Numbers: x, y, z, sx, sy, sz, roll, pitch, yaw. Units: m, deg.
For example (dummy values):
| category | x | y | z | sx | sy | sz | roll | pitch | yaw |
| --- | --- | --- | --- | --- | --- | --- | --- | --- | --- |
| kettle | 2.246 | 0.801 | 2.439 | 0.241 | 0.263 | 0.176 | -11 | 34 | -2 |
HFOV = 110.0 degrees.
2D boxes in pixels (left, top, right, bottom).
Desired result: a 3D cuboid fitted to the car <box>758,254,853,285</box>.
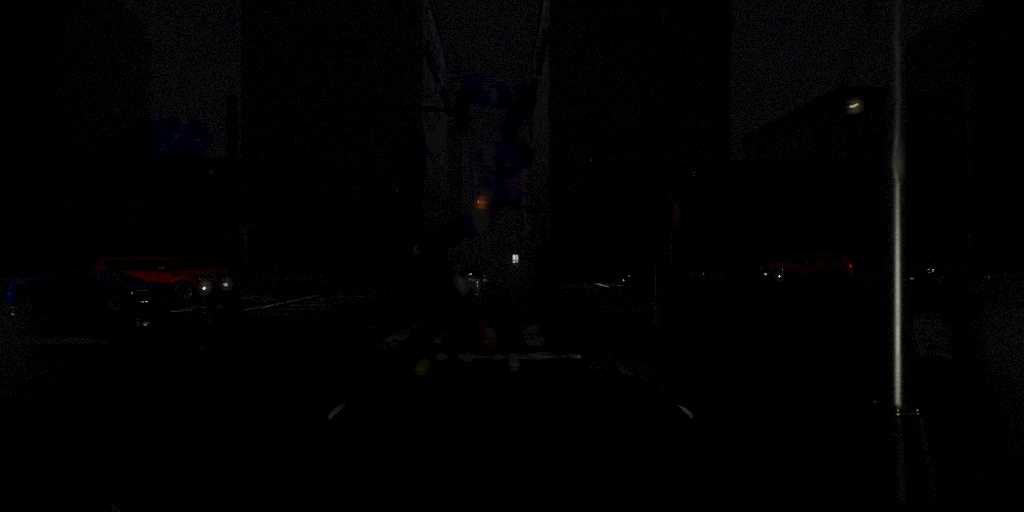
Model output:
| category | x | y | z | sx | sy | sz | roll | pitch | yaw |
| --- | --- | --- | --- | --- | --- | --- | --- | --- | --- |
| car | 20.200 | 0.883 | 24.751 | 5.566 | 2.045 | 2.150 | 0 | 0 | -2 |

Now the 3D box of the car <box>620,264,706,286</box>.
| category | x | y | z | sx | sy | sz | roll | pitch | yaw |
| --- | --- | --- | --- | --- | --- | --- | --- | --- | --- |
| car | 10.242 | 1.244 | 24.453 | 5.357 | 1.411 | 2.033 | 0 | 0 | -2 |

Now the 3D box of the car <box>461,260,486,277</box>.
| category | x | y | z | sx | sy | sz | roll | pitch | yaw |
| --- | --- | --- | --- | --- | --- | --- | --- | --- | --- |
| car | -3.894 | 1.368 | 35.707 | 1.895 | 1.301 | 4.718 | 0 | 0 | -1 |

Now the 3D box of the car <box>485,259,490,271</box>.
| category | x | y | z | sx | sy | sz | roll | pitch | yaw |
| --- | --- | --- | --- | --- | --- | --- | --- | --- | --- |
| car | -4.199 | 1.285 | 46.845 | 1.837 | 1.490 | 4.892 | 0 | 0 | -2 |

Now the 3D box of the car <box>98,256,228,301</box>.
| category | x | y | z | sx | sy | sz | roll | pitch | yaw |
| --- | --- | --- | --- | --- | --- | --- | --- | --- | --- |
| car | -16.338 | 1.027 | 16.951 | 5.566 | 2.045 | 2.150 | 0 | 0 | -2 |

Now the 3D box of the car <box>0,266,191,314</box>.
| category | x | y | z | sx | sy | sz | roll | pitch | yaw |
| --- | --- | --- | --- | --- | --- | --- | --- | --- | --- |
| car | -15.780 | 1.280 | 13.715 | 5.008 | 1.535 | 1.882 | 0 | 0 | -2 |

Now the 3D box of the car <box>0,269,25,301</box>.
| category | x | y | z | sx | sy | sz | roll | pitch | yaw |
| --- | --- | --- | --- | --- | --- | --- | --- | --- | --- |
| car | -26.261 | 1.368 | 16.648 | 4.674 | 1.442 | 1.812 | 0 | 0 | -1 |

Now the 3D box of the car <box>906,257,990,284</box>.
| category | x | y | z | sx | sy | sz | roll | pitch | yaw |
| --- | --- | --- | --- | --- | --- | --- | --- | --- | --- |
| car | 30.093 | 0.982 | 25.040 | 4.553 | 1.767 | 2.097 | 0 | 0 | -2 |
